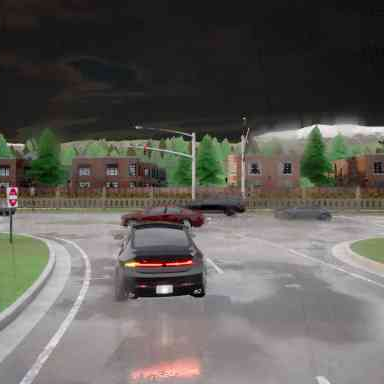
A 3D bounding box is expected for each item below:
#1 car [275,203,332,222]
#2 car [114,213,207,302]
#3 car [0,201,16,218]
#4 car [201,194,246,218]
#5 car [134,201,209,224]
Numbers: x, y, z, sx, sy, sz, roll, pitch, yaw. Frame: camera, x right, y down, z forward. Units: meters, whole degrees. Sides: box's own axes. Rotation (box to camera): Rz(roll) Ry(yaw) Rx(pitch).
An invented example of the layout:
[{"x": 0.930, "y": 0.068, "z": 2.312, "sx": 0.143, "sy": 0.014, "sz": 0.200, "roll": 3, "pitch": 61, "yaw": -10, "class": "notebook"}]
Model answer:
[{"x": 8.542, "y": 1.564, "z": 25.677, "sx": 4.181, "sy": 1.385, "sz": 1.994, "roll": 0, "pitch": 0, "yaw": 6, "class": "car"}, {"x": -0.885, "y": 1.505, "z": 8.386, "sx": 1.837, "sy": 1.490, "sz": 4.892, "roll": 0, "pitch": 0, "yaw": -9, "class": "car"}, {"x": -17.616, "y": 1.491, "z": 28.420, "sx": 4.902, "sy": 1.511, "sz": 2.128, "roll": 0, "pitch": 0, "yaw": 6, "class": "car"}, {"x": 2.050, "y": 1.221, "z": 29.877, "sx": 5.566, "sy": 2.045, "sz": 2.150, "roll": 0, "pitch": 0, "yaw": 6, "class": "car"}, {"x": -1.697, "y": 1.477, "z": 19.712, "sx": 5.008, "sy": 1.535, "sz": 1.882, "roll": 0, "pitch": 0, "yaw": 6, "class": "car"}]
